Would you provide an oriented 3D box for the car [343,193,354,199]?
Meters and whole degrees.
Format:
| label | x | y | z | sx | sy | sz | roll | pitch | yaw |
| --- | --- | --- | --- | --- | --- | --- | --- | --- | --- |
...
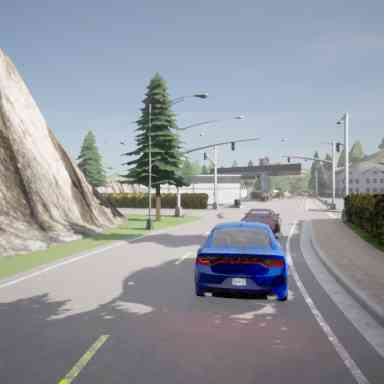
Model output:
| label | x | y | z | sx | sy | sz | roll | pitch | yaw |
| --- | --- | --- | --- | --- | --- | --- | --- | --- | --- |
| car | 40.162 | 1.077 | 82.998 | 3.866 | 1.878 | 1.905 | 0 | 0 | 19 |

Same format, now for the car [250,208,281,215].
| label | x | y | z | sx | sy | sz | roll | pitch | yaw |
| --- | --- | --- | --- | --- | --- | --- | --- | --- | --- |
| car | 3.687 | 1.564 | 17.664 | 1.994 | 1.385 | 4.181 | 0 | 0 | 17 |

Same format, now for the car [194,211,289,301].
| label | x | y | z | sx | sy | sz | roll | pitch | yaw |
| --- | --- | --- | --- | --- | --- | --- | --- | --- | --- |
| car | 1.287 | 1.478 | 8.474 | 1.882 | 1.535 | 5.008 | 0 | 0 | 10 |
